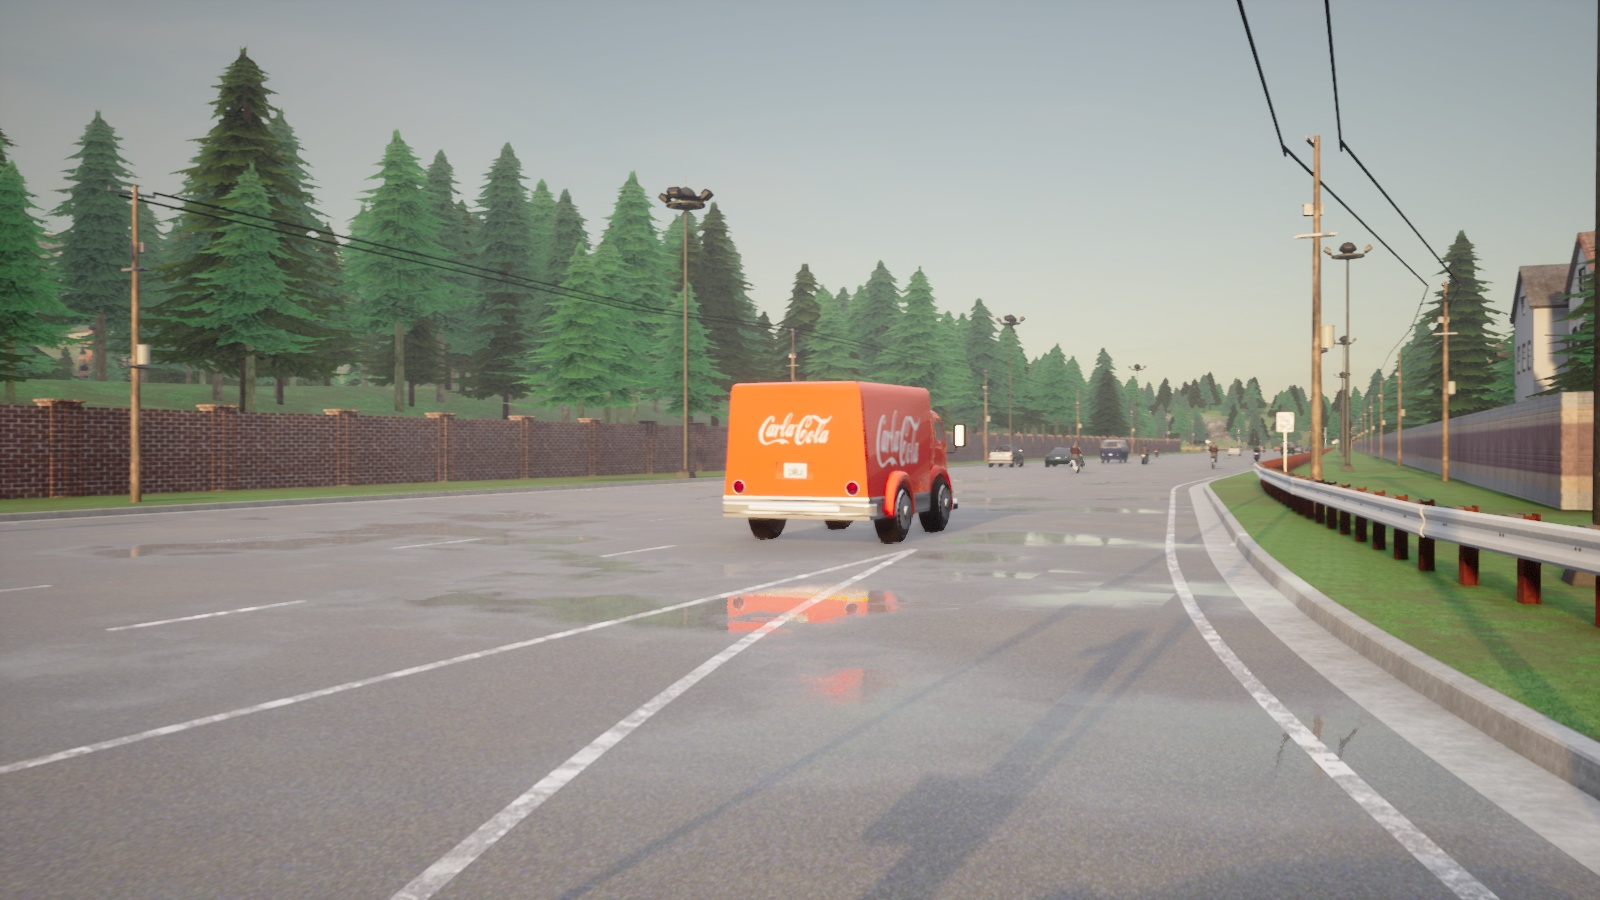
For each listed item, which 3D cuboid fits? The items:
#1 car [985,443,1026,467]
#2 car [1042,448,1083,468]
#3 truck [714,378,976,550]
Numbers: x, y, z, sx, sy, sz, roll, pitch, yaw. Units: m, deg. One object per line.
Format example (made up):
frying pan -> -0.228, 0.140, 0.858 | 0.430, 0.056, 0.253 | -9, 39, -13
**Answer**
car -> 14.249, 0.361, 86.810 | 1.851, 1.617, 3.988 | 0, 0, 23
car -> 18.304, 0.530, 87.368 | 1.994, 1.385, 4.181 | 0, 0, 23
truck -> 0.947, 0.189, 20.857 | 2.627, 2.467, 5.204 | 0, 0, 23
